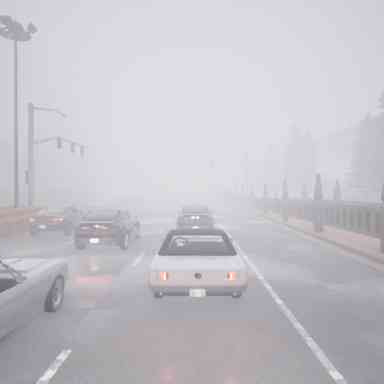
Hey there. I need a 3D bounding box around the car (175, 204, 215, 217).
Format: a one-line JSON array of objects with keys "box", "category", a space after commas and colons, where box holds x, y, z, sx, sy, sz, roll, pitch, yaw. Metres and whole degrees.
[{"box": [0.171, 1.383, 17.586, 1.837, 1.490, 4.892, 0, 0, 0], "category": "car"}]

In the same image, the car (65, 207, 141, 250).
[{"box": [-3.349, 1.411, 13.860, 1.837, 1.490, 4.892, 0, 0, 0], "category": "car"}]

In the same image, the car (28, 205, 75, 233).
[{"box": [-6.858, 1.404, 17.487, 1.812, 1.442, 4.674, 0, 0, -1], "category": "car"}]

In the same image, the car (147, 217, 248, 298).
[{"box": [0.123, 1.548, 8.326, 1.895, 1.301, 4.718, 0, 0, 0], "category": "car"}]

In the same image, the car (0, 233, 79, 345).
[{"box": [-3.389, 1.576, 4.634, 1.895, 1.301, 4.718, 0, 0, 0], "category": "car"}]
